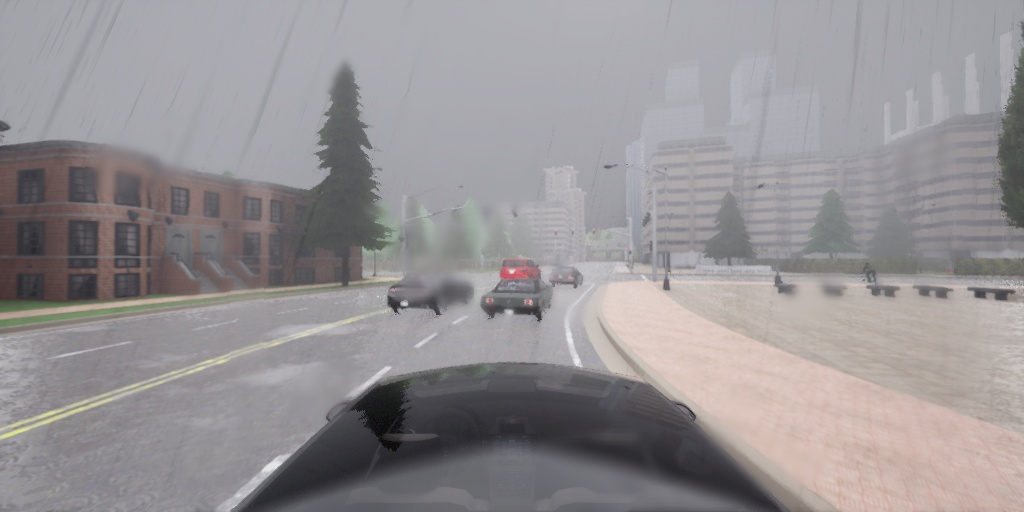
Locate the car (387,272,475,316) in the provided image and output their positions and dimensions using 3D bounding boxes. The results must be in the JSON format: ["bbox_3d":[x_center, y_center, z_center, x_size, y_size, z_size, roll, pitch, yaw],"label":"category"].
[{"bbox_3d":[-2.942,1.361,14.043,2.128,1.511,4.902,0,0,13],"label":"car"}]

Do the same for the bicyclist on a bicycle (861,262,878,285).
[{"bbox_3d":[25.560,1.287,25.676,0.582,1.620,1.656,0,-1,17],"label":"bicyclist on a bicycle"}]

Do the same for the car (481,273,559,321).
[{"bbox_3d":[0.437,1.462,13.201,1.895,1.301,4.718,0,-1,13],"label":"car"}]

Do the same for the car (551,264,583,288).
[{"bbox_3d":[4.105,1.536,26.409,2.033,1.411,5.357,0,-1,17],"label":"car"}]

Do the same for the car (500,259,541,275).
[{"bbox_3d":[0.731,1.223,27.425,2.150,2.045,5.566,0,0,16],"label":"car"}]
